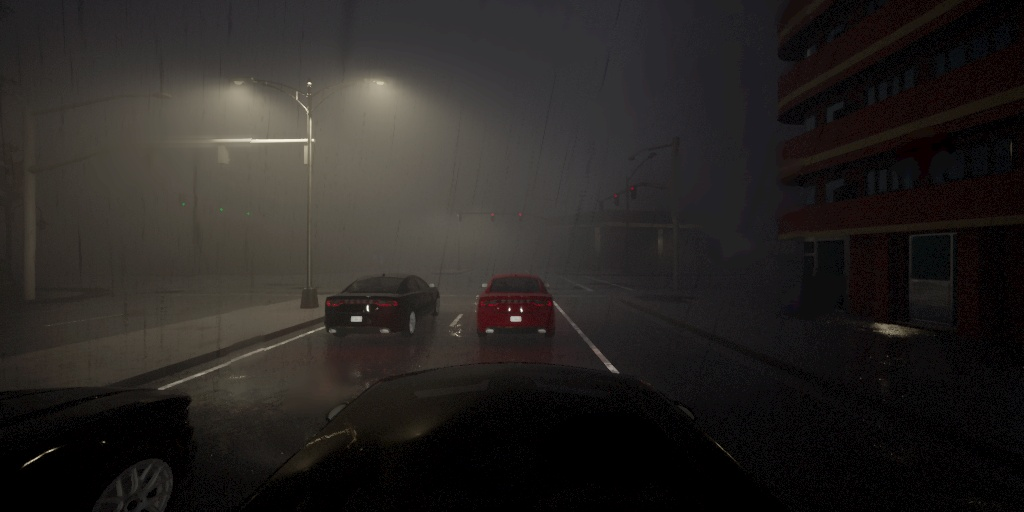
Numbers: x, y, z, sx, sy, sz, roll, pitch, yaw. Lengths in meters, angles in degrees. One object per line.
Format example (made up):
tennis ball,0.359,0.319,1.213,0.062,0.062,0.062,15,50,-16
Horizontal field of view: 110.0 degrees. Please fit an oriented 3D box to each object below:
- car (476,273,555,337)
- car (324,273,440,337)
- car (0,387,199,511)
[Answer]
car,0.109,1.228,10.341,1.882,1.535,5.008,0,0,1
car,-3.396,1.228,10.327,1.882,1.535,5.008,0,0,0
car,-3.408,1.228,0.753,1.882,1.535,5.008,0,0,0
